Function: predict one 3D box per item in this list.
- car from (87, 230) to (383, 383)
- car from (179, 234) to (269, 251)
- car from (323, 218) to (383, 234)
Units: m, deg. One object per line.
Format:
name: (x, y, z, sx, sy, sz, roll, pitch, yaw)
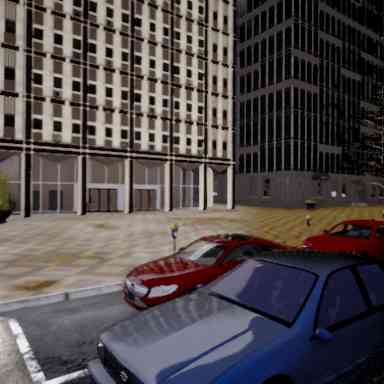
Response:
car: (1.502, 1.547, 4.443, 5.357, 1.411, 2.033, 0, 0, -35)
car: (0.652, 1.582, 7.014, 4.206, 1.307, 1.802, 0, 1, -35)
car: (5.247, 1.543, 10.289, 4.507, 1.381, 1.887, 0, 1, -35)
